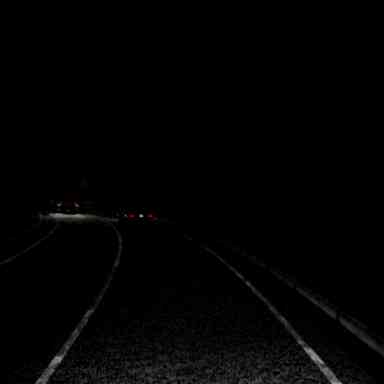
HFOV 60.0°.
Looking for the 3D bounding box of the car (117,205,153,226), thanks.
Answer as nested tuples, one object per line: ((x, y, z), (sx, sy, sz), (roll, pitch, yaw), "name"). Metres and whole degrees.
((-4.216, 1.618, 24.175), (2.033, 1.411, 5.357), (2, -1, -21), "car")

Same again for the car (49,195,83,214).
((-12.707, 1.157, 32.993), (2.097, 1.767, 4.553), (3, -1, -32), "car")

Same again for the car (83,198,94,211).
((-13.408, 1.402, 40.313), (2.128, 1.511, 4.902), (5, -2, -37), "car")
